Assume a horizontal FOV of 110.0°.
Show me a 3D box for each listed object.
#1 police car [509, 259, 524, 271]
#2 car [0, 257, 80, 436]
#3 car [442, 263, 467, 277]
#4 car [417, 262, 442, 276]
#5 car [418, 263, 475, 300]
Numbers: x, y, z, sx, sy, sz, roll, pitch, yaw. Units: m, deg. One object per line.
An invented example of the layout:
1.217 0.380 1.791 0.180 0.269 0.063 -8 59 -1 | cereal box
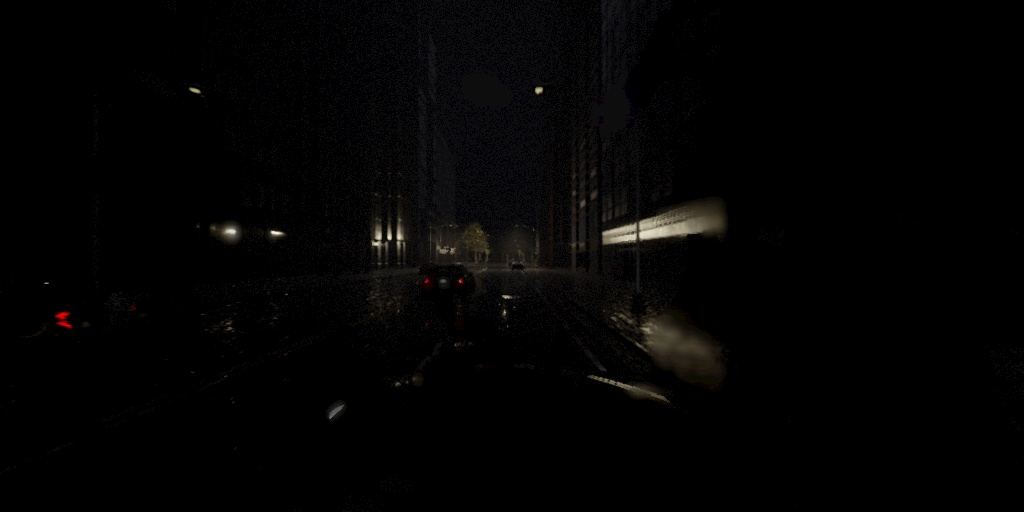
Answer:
0.955 1.638 60.944 1.930 1.638 5.238 0 0 0 | police car
-6.600 0.975 2.173 2.150 2.045 5.566 0 -1 0 | car
-6.594 1.559 41.957 2.128 1.511 4.902 0 0 0 | car
-9.842 1.555 43.123 1.882 1.535 5.008 0 0 0 | car
-3.156 1.240 18.791 2.097 1.767 4.553 0 0 0 | car
